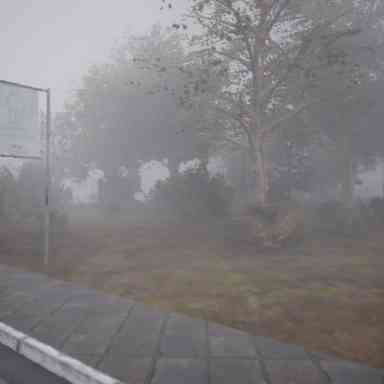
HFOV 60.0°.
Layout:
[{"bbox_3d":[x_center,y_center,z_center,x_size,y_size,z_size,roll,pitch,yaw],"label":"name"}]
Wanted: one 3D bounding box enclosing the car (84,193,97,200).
[{"bbox_3d":[-18.839,0.938,65.366,2.128,1.511,4.902,1,1,33],"label":"car"}]
